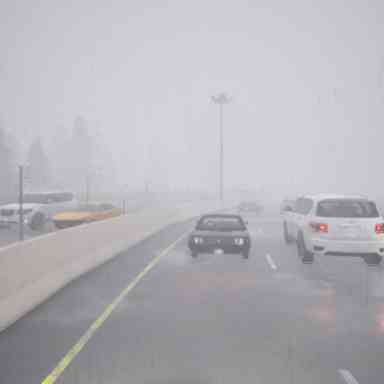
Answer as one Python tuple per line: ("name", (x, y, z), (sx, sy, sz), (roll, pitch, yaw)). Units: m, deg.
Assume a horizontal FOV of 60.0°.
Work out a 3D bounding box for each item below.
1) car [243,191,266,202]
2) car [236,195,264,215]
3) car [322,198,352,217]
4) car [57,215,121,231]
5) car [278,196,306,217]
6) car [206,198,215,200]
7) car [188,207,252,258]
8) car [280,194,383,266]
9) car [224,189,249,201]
("car", (10.684, 0.653, 56.409), (2.097, 1.767, 4.553), (1, 1, 34))
("car", (5.171, 1.161, 29.292), (1.812, 1.442, 4.674), (0, 1, 18))
("car", (12.117, 1.270, 28.061), (1.895, 1.301, 4.718), (0, 1, 19))
("car", (-5.289, 1.238, 17.332), (1.882, 1.535, 5.008), (0, 1, 11))
("car", (8.718, 1.142, 28.809), (2.128, 1.511, 4.902), (0, 1, 19))
("car", (2.787, 0.834, 57.136), (1.994, 1.385, 4.181), (1, 1, 32))
("car", (1.093, 1.447, 12.053), (1.895, 1.301, 4.718), (0, 1, 8))
("car", (4.524, 1.086, 11.332), (2.150, 2.045, 5.566), (0, 1, 8))
("car", (7.883, 0.486, 58.531), (2.150, 2.045, 5.566), (1, 1, 34))
